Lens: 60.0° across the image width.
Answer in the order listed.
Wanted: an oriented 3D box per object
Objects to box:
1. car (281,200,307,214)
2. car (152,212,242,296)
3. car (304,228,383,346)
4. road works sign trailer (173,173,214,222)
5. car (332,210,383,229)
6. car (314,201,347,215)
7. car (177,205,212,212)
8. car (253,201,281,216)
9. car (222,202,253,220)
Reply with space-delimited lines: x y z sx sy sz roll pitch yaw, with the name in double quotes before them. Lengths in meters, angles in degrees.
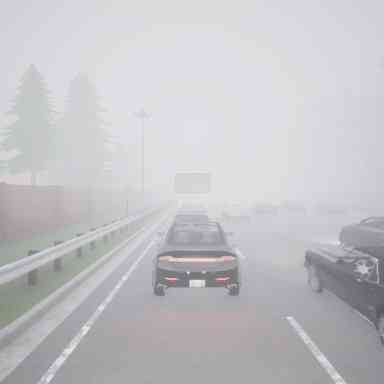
"car" 10.581 1.547 35.428 2.033 1.411 5.357 0 0 1
"car" 0.096 1.491 8.627 2.128 1.511 4.902 0 0 0
"car" 3.597 1.601 5.884 1.895 1.301 4.718 0 0 0
"road works sign trailer" 0.060 0.464 22.974 2.380 3.560 2.880 0 0 -2
"car" 7.095 1.564 12.156 1.994 1.385 4.181 0 0 0
"car" 14.084 1.563 34.013 1.994 1.385 4.181 0 0 0
"car" 0.096 1.474 19.054 1.882 1.535 5.008 0 0 4
"car" 7.084 1.563 33.156 1.994 1.385 4.181 0 0 0
"car" 3.593 1.525 27.688 1.812 1.442 4.674 0 0 0
